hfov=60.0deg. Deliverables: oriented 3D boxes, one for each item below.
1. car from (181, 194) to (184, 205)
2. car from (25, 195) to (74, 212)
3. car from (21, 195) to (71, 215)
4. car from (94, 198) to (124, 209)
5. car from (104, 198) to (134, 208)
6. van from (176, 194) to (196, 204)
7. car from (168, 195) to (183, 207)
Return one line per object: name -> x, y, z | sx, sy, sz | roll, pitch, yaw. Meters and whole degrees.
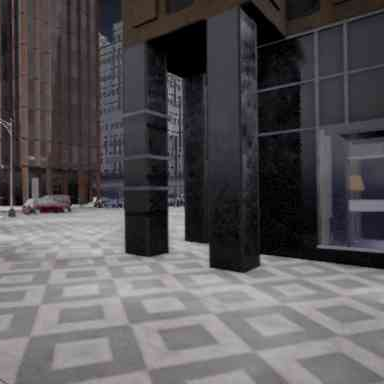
car -> -0.473, 1.388, 47.945 | 1.887, 1.381, 4.507 | -1, -1, 36
car -> -16.899, 1.279, 39.637 | 2.192, 1.841, 5.009 | -1, -1, 36
car -> -13.127, 1.262, 30.255 | 1.967, 1.590, 4.097 | -1, -1, 36
car -> -10.393, 1.475, 44.144 | 2.033, 1.411, 5.357 | -1, -1, 36
car -> -10.569, 1.556, 48.480 | 1.802, 1.307, 4.206 | -1, -1, 36
van -> -1.083, 1.333, 61.752 | 1.690, 1.788, 3.998 | -1, -1, 36
car -> -3.636, 1.388, 43.522 | 2.008, 1.369, 4.403 | -1, -1, 36
